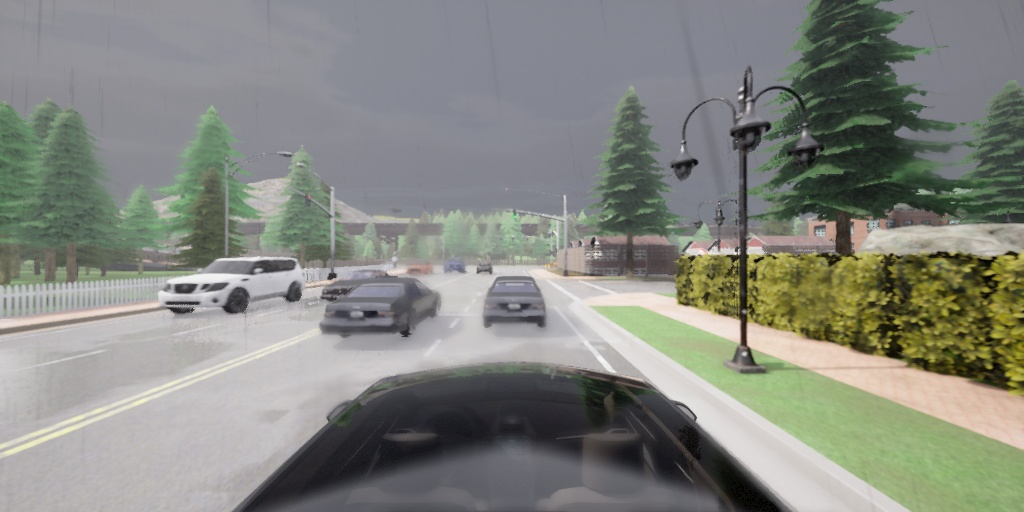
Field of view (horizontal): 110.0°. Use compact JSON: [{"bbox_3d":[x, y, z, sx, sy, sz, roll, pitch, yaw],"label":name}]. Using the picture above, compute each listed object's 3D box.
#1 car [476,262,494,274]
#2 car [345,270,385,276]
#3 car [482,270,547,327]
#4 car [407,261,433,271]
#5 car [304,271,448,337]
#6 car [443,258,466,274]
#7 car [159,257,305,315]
[{"bbox_3d":[-3.408,1.480,45.045,2.128,1.511,4.902,0,0,0],"label":"car"},{"bbox_3d":[-7.104,1.383,17.417,2.033,1.411,5.357,0,0,0],"label":"car"},{"bbox_3d":[0.088,1.353,11.680,2.033,1.411,5.357,0,0,0],"label":"car"},{"bbox_3d":[-10.587,1.321,41.635,2.097,1.767,4.553,0,0,0],"label":"car"},{"bbox_3d":[-3.412,1.345,10.415,2.033,1.411,5.357,0,0,0],"label":"car"},{"bbox_3d":[-7.072,1.212,44.970,2.150,2.045,5.566,0,-1,0],"label":"car"},{"bbox_3d":[-10.603,1.040,14.280,2.150,2.045,5.566,0,0,0],"label":"car"}]
